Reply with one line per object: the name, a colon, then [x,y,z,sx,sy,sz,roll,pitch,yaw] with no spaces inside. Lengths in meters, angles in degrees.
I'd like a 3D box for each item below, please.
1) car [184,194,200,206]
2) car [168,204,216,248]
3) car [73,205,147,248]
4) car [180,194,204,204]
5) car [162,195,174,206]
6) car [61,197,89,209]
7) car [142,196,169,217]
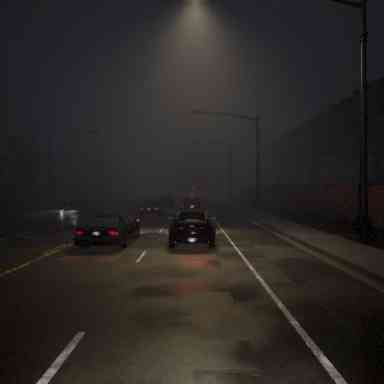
car: [0.000,1.031,44.835,2.128,1.511,4.902,0,1,0]
car: [0.000,1.503,14.647,1.837,1.490,4.892,0,0,0]
car: [-3.500,1.550,14.647,2.033,1.411,5.357,0,0,0]
car: [0.000,1.207,29.608,2.097,1.767,4.553,0,1,0]
car: [-3.500,1.108,44.836,1.994,1.385,4.181,0,1,0]
car: [-14.000,1.302,39.808,1.895,1.301,4.718,0,1,0]
car: [-3.500,1.403,29.641,2.033,1.411,5.357,0,1,0]
